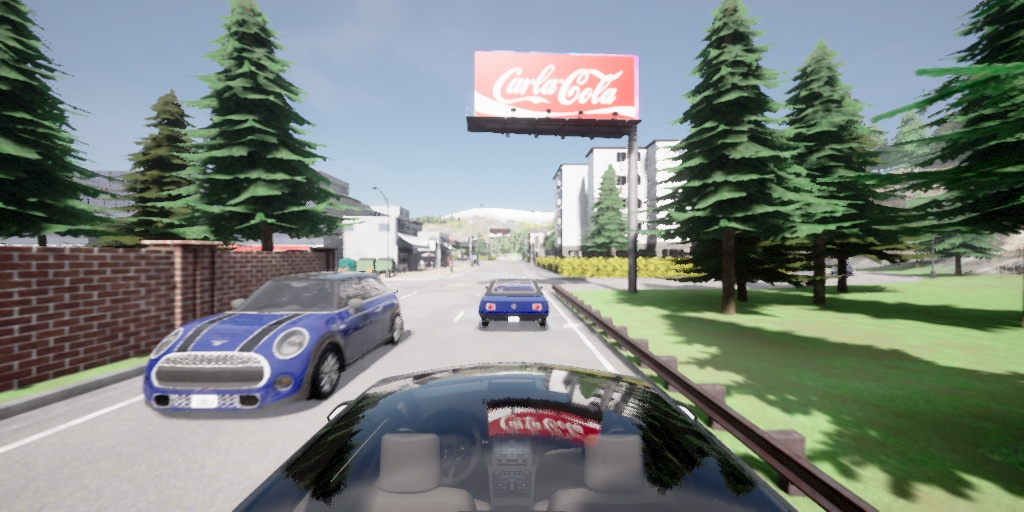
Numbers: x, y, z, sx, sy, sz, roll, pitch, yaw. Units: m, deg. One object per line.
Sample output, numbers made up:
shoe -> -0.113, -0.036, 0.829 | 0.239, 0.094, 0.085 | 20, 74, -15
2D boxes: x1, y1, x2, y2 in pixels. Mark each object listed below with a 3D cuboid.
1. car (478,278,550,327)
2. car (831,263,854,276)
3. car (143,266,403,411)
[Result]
car -> 0.064, 1.355, 11.545 | 1.895, 1.301, 4.718 | 0, 0, 0
car -> 38.197, 1.493, 41.451 | 2.033, 1.411, 5.357 | 0, 0, 45
car -> -3.584, 1.104, 6.431 | 2.097, 1.767, 4.553 | 0, 0, 0
